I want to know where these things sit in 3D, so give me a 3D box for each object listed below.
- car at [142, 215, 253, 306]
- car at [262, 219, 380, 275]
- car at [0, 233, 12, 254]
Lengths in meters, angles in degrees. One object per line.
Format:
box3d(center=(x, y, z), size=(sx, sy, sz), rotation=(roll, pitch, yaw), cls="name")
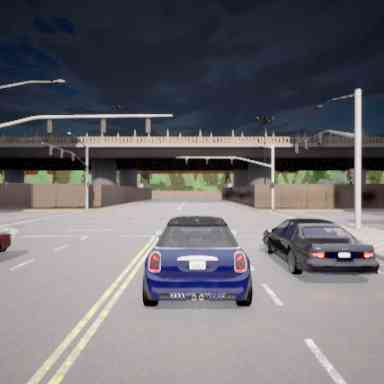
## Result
box3d(center=(0.104, 1.346, 8.158), size=(2.097, 1.767, 4.553), rotation=(0, 0, 0), cls="car")
box3d(center=(3.605, 1.539, 10.378), size=(2.033, 1.411, 5.357), rotation=(0, 0, 0), cls="car")
box3d(center=(-7.009, 1.594, 8.958), size=(1.895, 1.301, 4.718), rotation=(0, 0, 0), cls="car")
